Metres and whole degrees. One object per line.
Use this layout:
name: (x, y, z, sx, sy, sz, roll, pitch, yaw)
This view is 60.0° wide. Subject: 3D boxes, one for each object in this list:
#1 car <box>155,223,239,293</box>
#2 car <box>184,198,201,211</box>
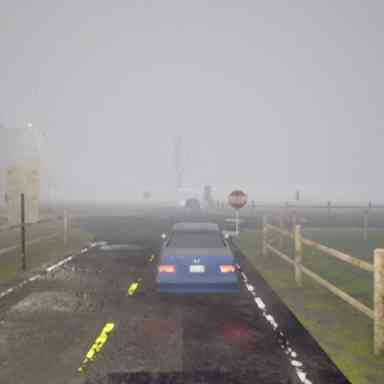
car: (0.095, 1.544, 8.988, 2.033, 1.411, 5.357, 0, 0, 0)
car: (0.064, 1.470, 41.379, 1.882, 1.535, 5.008, 0, 0, 0)
